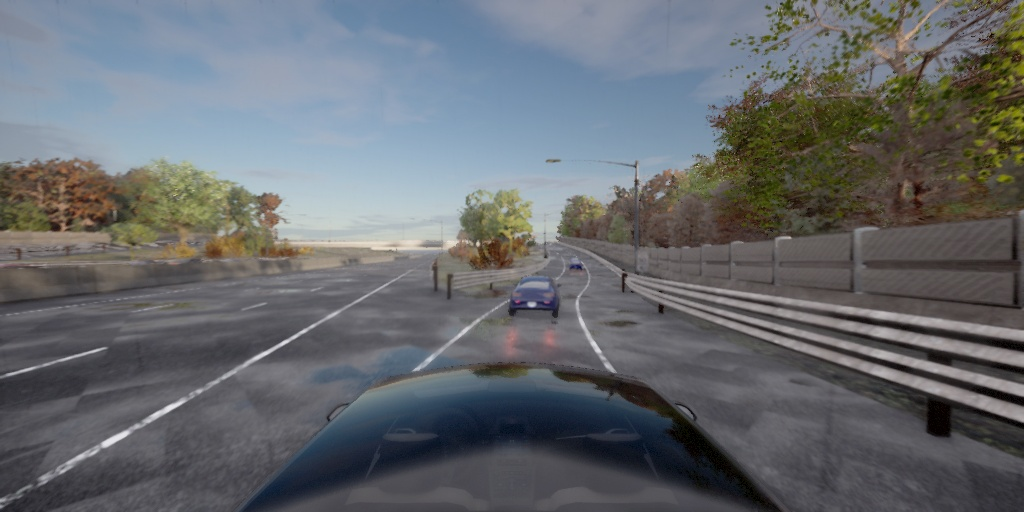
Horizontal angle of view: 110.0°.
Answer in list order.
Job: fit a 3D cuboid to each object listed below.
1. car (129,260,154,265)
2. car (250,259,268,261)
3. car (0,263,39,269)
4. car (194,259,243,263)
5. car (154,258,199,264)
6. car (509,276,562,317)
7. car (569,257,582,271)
[{"bbox_3d":[-37.940,1.156,37.251,2.128,1.511,4.902,0,0,-11],"label":"car"},{"bbox_3d":[-37.589,1.138,53.086,2.128,1.511,4.902,0,0,-11],"label":"car"},{"bbox_3d":[-27.033,1.162,18.723,1.882,1.535,5.008,0,0,-11],"label":"car"},{"bbox_3d":[-31.023,1.257,38.332,1.895,1.301,4.718,0,0,-11],"label":"car"},{"bbox_3d":[-34.478,1.011,37.771,2.097,1.767,4.553,0,0,-11],"label":"car"},{"bbox_3d":[1.033,1.546,14.685,1.812,1.442,4.674,0,-1,8],"label":"car"},{"bbox_3d":[9.961,1.395,56.150,1.882,1.535,5.008,0,2,9],"label":"car"}]
